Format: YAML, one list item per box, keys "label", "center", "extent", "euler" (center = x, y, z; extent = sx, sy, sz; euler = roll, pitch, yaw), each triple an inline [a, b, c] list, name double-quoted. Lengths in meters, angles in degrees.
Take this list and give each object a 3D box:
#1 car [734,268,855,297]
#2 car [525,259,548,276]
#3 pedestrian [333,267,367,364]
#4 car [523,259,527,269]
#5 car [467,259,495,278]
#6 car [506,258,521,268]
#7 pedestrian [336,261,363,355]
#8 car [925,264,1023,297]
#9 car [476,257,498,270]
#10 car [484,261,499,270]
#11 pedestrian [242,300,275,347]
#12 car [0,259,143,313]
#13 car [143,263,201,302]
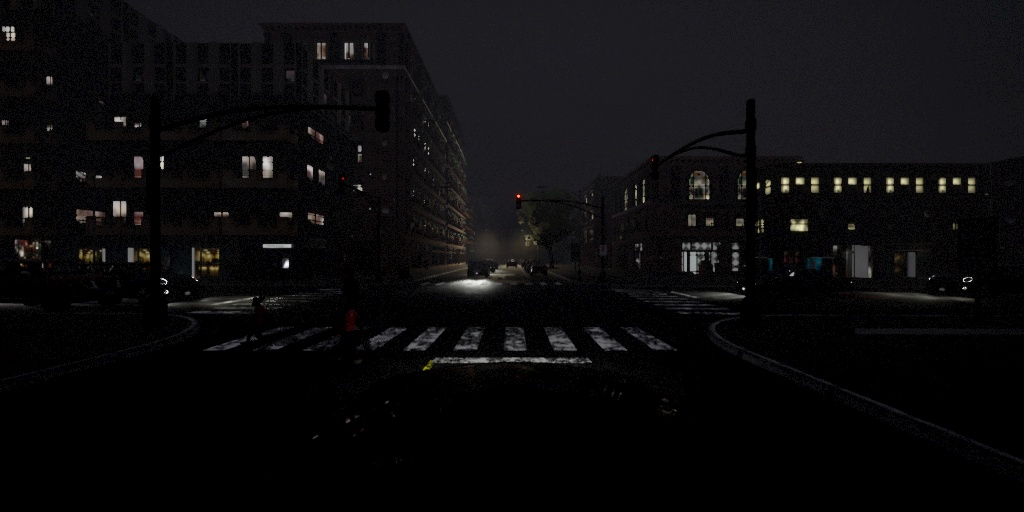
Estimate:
- label: "car"
  center: [15.020, 1.372, 19.163]
  extent: [5.357, 1.411, 2.033]
  euler: [0, 0, 0]
- label: "car"
  center: [2.683, 1.330, 36.860]
  extent: [2.007, 1.370, 4.403]
  euler: [0, 0, 0]
- label: "pedestrian"
  center: [-3.013, 1.044, 6.683]
  extent: [0.375, 1.860, 0.375]
  euler: [0, 0, 0]
- label: "car"
  center: [2.682, 1.228, 42.557]
  extent: [1.967, 1.591, 4.097]
  euler: [0, 0, 0]
- label: "car"
  center: [-3.100, 1.266, 34.090]
  extent: [2.128, 1.511, 4.902]
  euler: [0, 0, 0]
- label: "car"
  center: [-0.013, 1.319, 63.216]
  extent: [2.128, 1.511, 4.902]
  euler: [0, 0, 0]
- label: "pedestrian"
  center: [-3.314, 1.044, 7.324]
  extent: [0.375, 1.860, 0.375]
  euler: [0, 0, 0]
- label: "car"
  center: [25.298, 1.222, 19.236]
  extent: [4.553, 1.767, 2.097]
  euler: [0, 0, 0]
- label: "car"
  center: [-3.103, 1.269, 44.583]
  extent: [1.882, 1.535, 5.008]
  euler: [0, 0, 0]
- label: "car"
  center: [-3.100, 1.411, 55.037]
  extent: [1.895, 1.301, 4.718]
  euler: [0, 0, 0]
- label: "pedestrian"
  center: [-5.582, 1.044, 7.916]
  extent: [0.375, 1.860, 0.375]
  euler: [0, 0, 0]
- label: "car"
  center: [-17.279, 1.013, 13.137]
  extent: [5.009, 1.841, 2.192]
  euler: [0, 0, 0]
- label: "car"
  center: [-16.530, 1.053, 15.753]
  extent: [4.553, 1.767, 2.097]
  euler: [0, 0, -1]
